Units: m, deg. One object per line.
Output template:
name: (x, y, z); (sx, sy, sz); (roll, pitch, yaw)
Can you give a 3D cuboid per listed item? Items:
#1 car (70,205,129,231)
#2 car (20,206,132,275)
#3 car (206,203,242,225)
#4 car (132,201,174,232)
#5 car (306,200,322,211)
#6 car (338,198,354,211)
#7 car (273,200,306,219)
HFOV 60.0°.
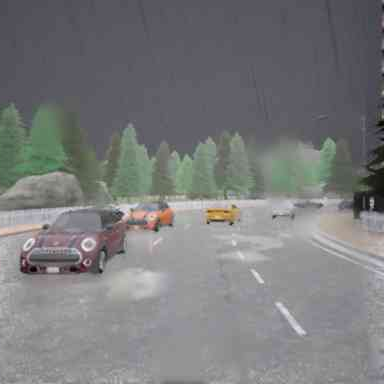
car: (-5.906, 1.608, 21.785); (1.994, 1.385, 4.181); (0, 0, 12)
car: (-3.487, 1.373, 10.615); (2.097, 1.767, 4.553); (0, 0, 0)
car: (2.454, 1.523, 24.570); (1.882, 1.535, 5.008); (0, 0, 18)
car: (-2.597, 1.391, 20.562); (2.097, 1.767, 4.553); (0, 0, 12)
car: (14.394, 1.677, 41.704); (4.718, 1.301, 1.895); (0, 0, -40)
car: (20.263, 1.581, 41.528); (4.892, 1.490, 1.837); (0, 0, -34)
car: (8.442, 1.580, 29.393); (1.812, 1.442, 4.674); (0, 0, 29)
